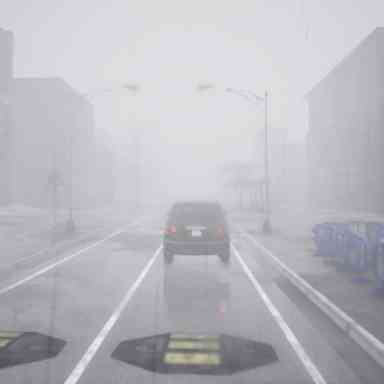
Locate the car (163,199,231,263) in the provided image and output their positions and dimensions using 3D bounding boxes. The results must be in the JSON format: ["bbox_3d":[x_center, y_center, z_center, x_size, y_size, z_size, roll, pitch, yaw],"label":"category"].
[{"bbox_3d":[0.187,1.297,12.491,2.150,2.045,5.566,0,0,1],"label":"car"}]

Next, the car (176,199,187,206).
[{"bbox_3d":[-2.028,1.975,64.551,1.994,1.385,4.181,0,-1,2],"label":"car"}]

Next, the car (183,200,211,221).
[{"bbox_3d":[0.449,1.535,28.402,2.128,1.511,4.902,0,0,1],"label":"car"}]
